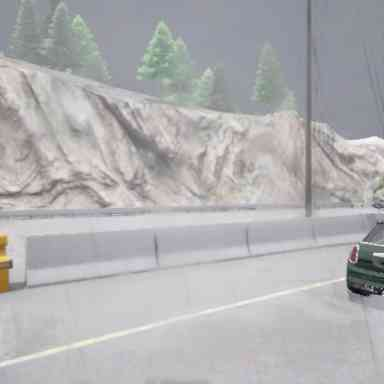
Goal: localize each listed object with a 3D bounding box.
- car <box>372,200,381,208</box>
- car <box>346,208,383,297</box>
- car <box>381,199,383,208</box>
[{"bbox_3d":[23.420,1.380,39.293,4.181,1.385,1.994,0,0,-20],"label":"car"},{"bbox_3d":[5.456,1.317,7.150,4.553,1.767,2.097,0,0,-32],"label":"car"},{"bbox_3d":[23.070,1.185,35.435,4.553,1.767,2.097,0,0,-20],"label":"car"}]
